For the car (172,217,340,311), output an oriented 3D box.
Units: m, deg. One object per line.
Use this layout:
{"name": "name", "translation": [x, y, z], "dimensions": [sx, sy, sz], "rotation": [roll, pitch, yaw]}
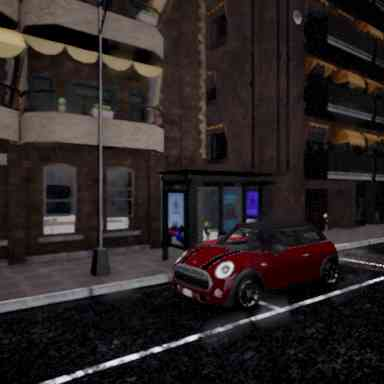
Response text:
{"name": "car", "translation": [1.537, 1.437, 7.665], "dimensions": [4.097, 1.590, 1.967], "rotation": [0, 0, -36]}
